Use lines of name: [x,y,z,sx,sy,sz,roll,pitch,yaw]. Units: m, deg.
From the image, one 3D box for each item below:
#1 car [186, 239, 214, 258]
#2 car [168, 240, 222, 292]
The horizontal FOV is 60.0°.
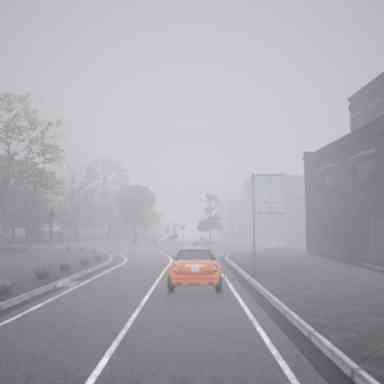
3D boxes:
car: [0.819,5.051,30.075,2.033,1.411,5.357,-1,-6,6]
car: [0.115,3.137,14.532,2.097,1.767,4.553,0,-6,0]
